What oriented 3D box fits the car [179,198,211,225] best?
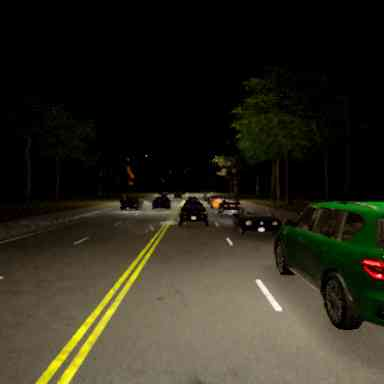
[{"bbox_3d":[0.103,1.371,22.335,1.812,1.442,4.674,0,1,0],"label":"car"}]

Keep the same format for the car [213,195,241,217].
[{"bbox_3d":[3.255,1.293,28.791,2.128,1.511,4.902,0,0,0],"label":"car"}]

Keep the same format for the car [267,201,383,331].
[{"bbox_3d":[3.354,1.176,6.910,2.150,2.045,5.566,0,1,0],"label":"car"}]

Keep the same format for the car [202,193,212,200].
[{"bbox_3d":[3.261,0.923,72.788,2.128,1.511,4.902,0,1,0],"label":"car"}]

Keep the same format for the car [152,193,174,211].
[{"bbox_3d":[-3.335,1.219,36.982,1.882,1.535,5.008,0,0,0],"label":"car"}]

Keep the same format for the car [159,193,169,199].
[{"bbox_3d":[-6.488,0.909,77.688,2.128,1.511,4.902,0,1,0],"label":"car"}]

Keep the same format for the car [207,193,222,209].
[{"bbox_3d":[3.256,1.072,39.759,2.097,1.767,4.553,0,0,0],"label":"car"}]

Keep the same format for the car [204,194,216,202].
[{"bbox_3d":[3.260,1.076,61.789,2.033,1.411,5.357,0,1,0],"label":"car"}]

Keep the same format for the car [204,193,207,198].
[{"bbox_3d":[3.258,1.173,50.789,2.033,1.411,5.357,0,1,0],"label":"car"}]

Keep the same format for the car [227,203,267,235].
[{"bbox_3d":[3.253,1.477,17.822,1.895,1.301,4.718,0,0,0],"label":"car"}]

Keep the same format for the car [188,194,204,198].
[{"bbox_3d":[0.107,1.251,41.776,2.033,1.411,5.357,0,0,0],"label":"car"}]

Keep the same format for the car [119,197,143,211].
[{"bbox_3d":[-6.587,1.290,36.822,2.033,1.411,5.357,0,0,0],"label":"car"}]

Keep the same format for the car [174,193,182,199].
[{"bbox_3d":[-3.238,0.936,77.688,1.994,1.385,4.181,0,1,0],"label":"car"}]
